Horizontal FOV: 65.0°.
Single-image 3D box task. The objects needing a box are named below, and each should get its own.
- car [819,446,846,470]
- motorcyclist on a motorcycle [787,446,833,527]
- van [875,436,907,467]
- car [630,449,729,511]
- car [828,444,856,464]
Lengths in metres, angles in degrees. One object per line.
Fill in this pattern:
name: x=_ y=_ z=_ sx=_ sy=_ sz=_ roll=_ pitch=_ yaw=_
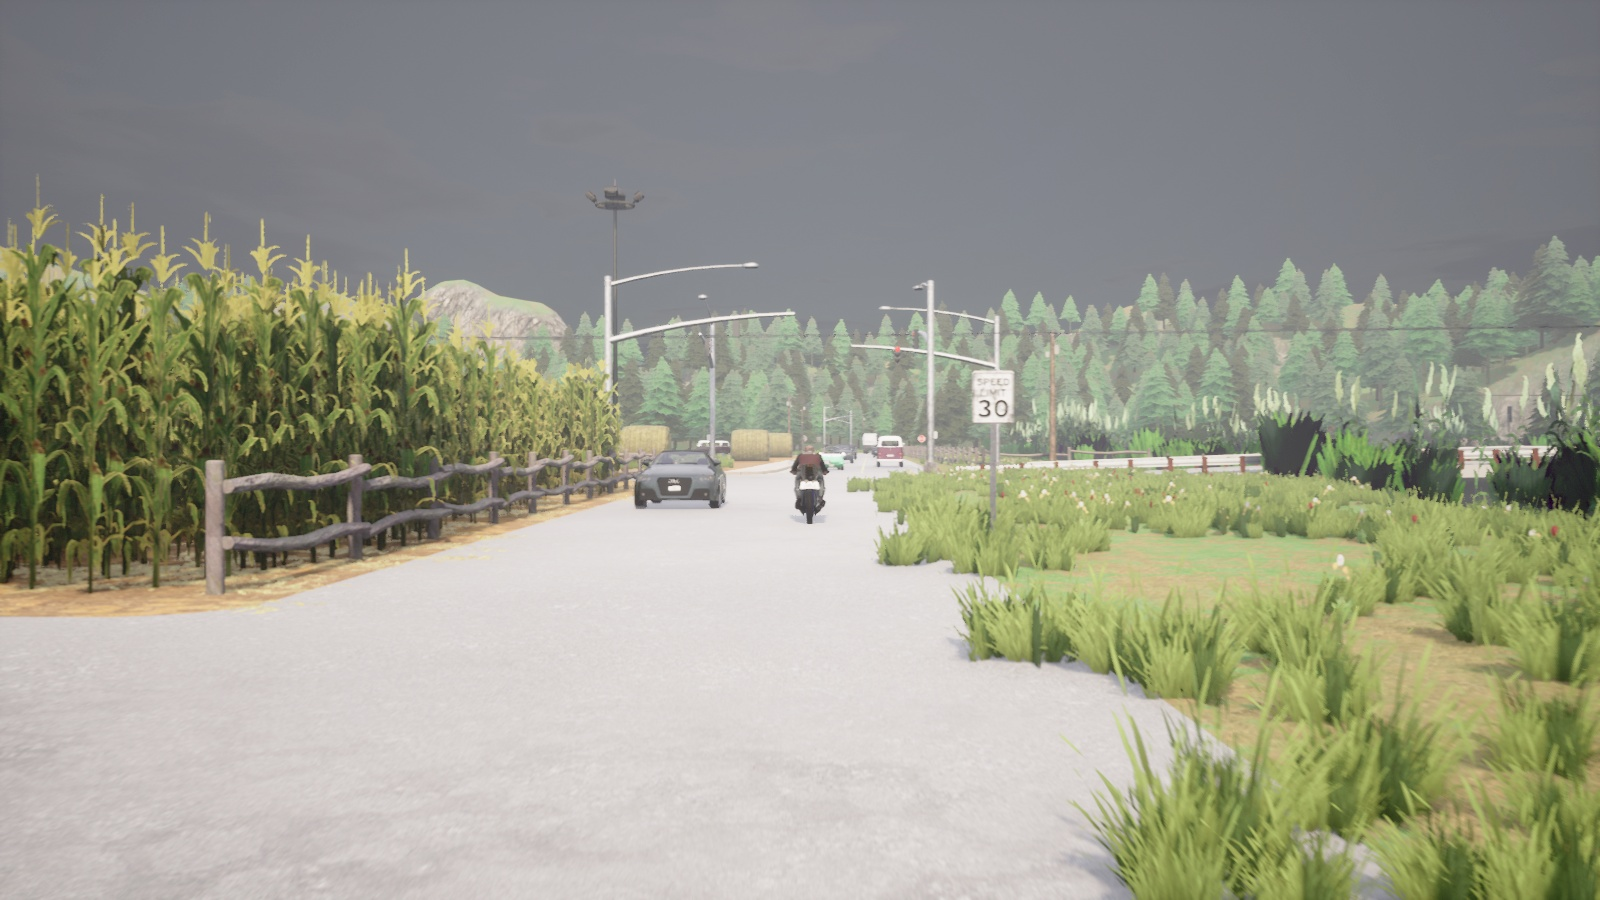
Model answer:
car: x=1.898 y=0.473 z=72.597 sx=1.481 sy=1.376 sz=2.207 roll=0 pitch=0 yaw=3
motorcyclist on a motorcycle: x=0.200 y=0.681 z=24.727 sx=0.866 sy=1.530 sz=2.191 roll=0 pitch=0 yaw=0
van: x=6.006 y=0.100 z=83.470 sx=2.069 sy=2.038 sz=4.480 roll=0 pitch=0 yaw=3
car: x=-2.857 y=0.685 z=30.598 sx=1.994 sy=1.385 sz=4.181 roll=0 pitch=0 yaw=0
car: x=3.333 y=0.270 z=98.414 sx=2.128 sy=1.511 sz=4.902 roll=0 pitch=0 yaw=3
